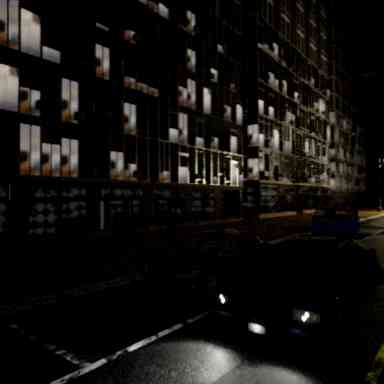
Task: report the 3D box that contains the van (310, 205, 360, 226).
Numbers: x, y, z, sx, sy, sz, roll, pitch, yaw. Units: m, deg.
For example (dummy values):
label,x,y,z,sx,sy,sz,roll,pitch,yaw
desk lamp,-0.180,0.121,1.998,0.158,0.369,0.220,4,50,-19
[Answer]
label,x,y,z,sx,sy,sz,roll,pitch,yaw
van,7.734,1.619,17.811,1.690,1.788,3.998,-1,-1,38

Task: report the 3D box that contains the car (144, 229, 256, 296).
label,x,y,z,sx,sy,sz,roll,pitch,yaw
car,0.655,1.714,8.892,2.008,1.369,4.403,-1,-1,38

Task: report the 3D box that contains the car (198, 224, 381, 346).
label,x,y,z,sx,sy,sz,roll,pitch,yaw
car,2.606,1.666,7.025,2.033,1.411,5.357,-1,-1,38
